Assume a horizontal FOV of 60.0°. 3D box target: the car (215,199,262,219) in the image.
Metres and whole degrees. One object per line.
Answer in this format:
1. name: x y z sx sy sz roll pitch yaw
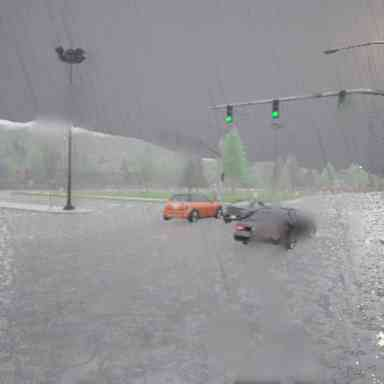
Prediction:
1. car: 3.461 1.151 19.776 1.812 1.442 4.674 2 1 32

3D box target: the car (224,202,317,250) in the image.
1. car: 3.521 1.314 13.359 2.033 1.411 5.357 2 2 33

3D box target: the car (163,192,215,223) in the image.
1. car: 0.186 0.884 21.118 2.097 1.767 4.553 2 1 33
